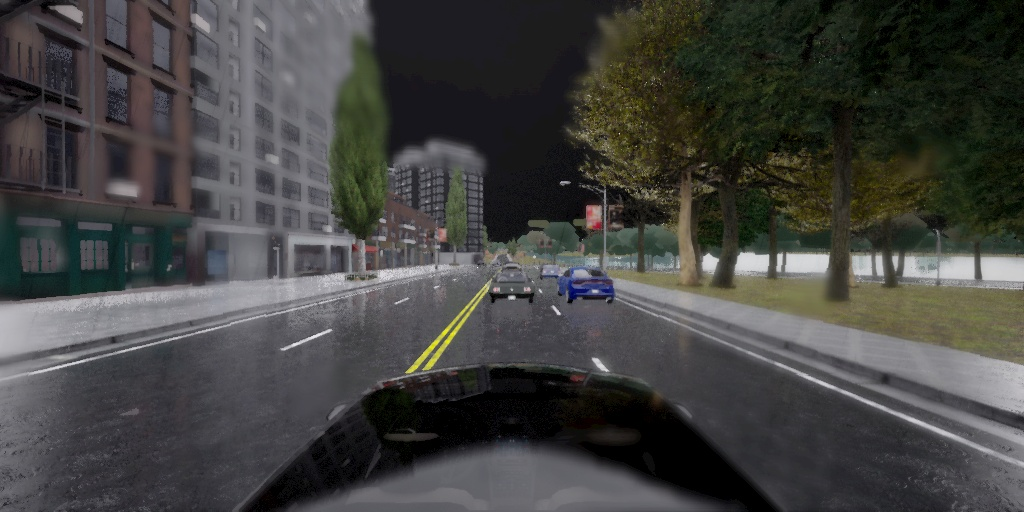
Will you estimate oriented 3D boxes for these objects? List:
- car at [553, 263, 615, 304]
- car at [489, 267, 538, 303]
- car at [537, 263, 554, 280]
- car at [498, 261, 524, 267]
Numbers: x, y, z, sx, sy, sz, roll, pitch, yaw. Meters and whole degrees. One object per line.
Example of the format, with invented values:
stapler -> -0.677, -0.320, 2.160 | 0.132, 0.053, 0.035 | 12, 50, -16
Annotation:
car -> 3.249, 1.238, 16.502 | 1.882, 1.535, 5.008 | 0, 0, 0
car -> -0.001, 1.369, 16.532 | 1.895, 1.301, 4.718 | 0, 0, 0
car -> 3.249, 1.340, 31.505 | 2.033, 1.411, 5.357 | 0, 0, 0
car -> -0.001, 1.293, 31.505 | 1.837, 1.490, 4.892 | 0, 0, 0
